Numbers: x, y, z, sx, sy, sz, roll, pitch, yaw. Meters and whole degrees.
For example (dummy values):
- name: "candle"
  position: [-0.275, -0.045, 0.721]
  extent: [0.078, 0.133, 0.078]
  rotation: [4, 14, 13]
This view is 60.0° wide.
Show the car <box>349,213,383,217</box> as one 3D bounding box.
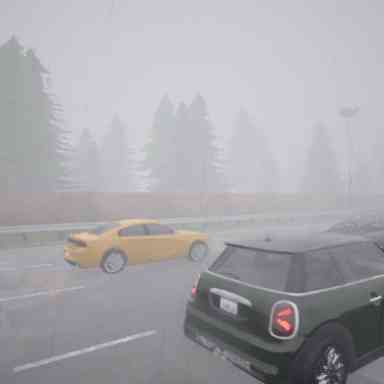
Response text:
- name: "car"
  position: [6.667, 1.741, 12.853]
  extent: [4.181, 1.385, 1.994]
  rotation: [0, -1, -36]

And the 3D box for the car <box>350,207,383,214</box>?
- name: "car"
  position: [14.587, 1.932, 27.176]
  extent: [4.181, 1.385, 1.994]
  rotation: [0, -1, -36]

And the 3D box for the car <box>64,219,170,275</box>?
- name: "car"
  position: [-1.632, 1.655, 11.196]
  extent: [5.008, 1.535, 1.882]
  rotation: [0, -1, -36]

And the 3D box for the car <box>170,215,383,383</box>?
- name: "car"
  position: [2.173, 1.429, 5.313]
  extent: [4.553, 1.767, 2.097]
  rotation: [1, -1, -36]
